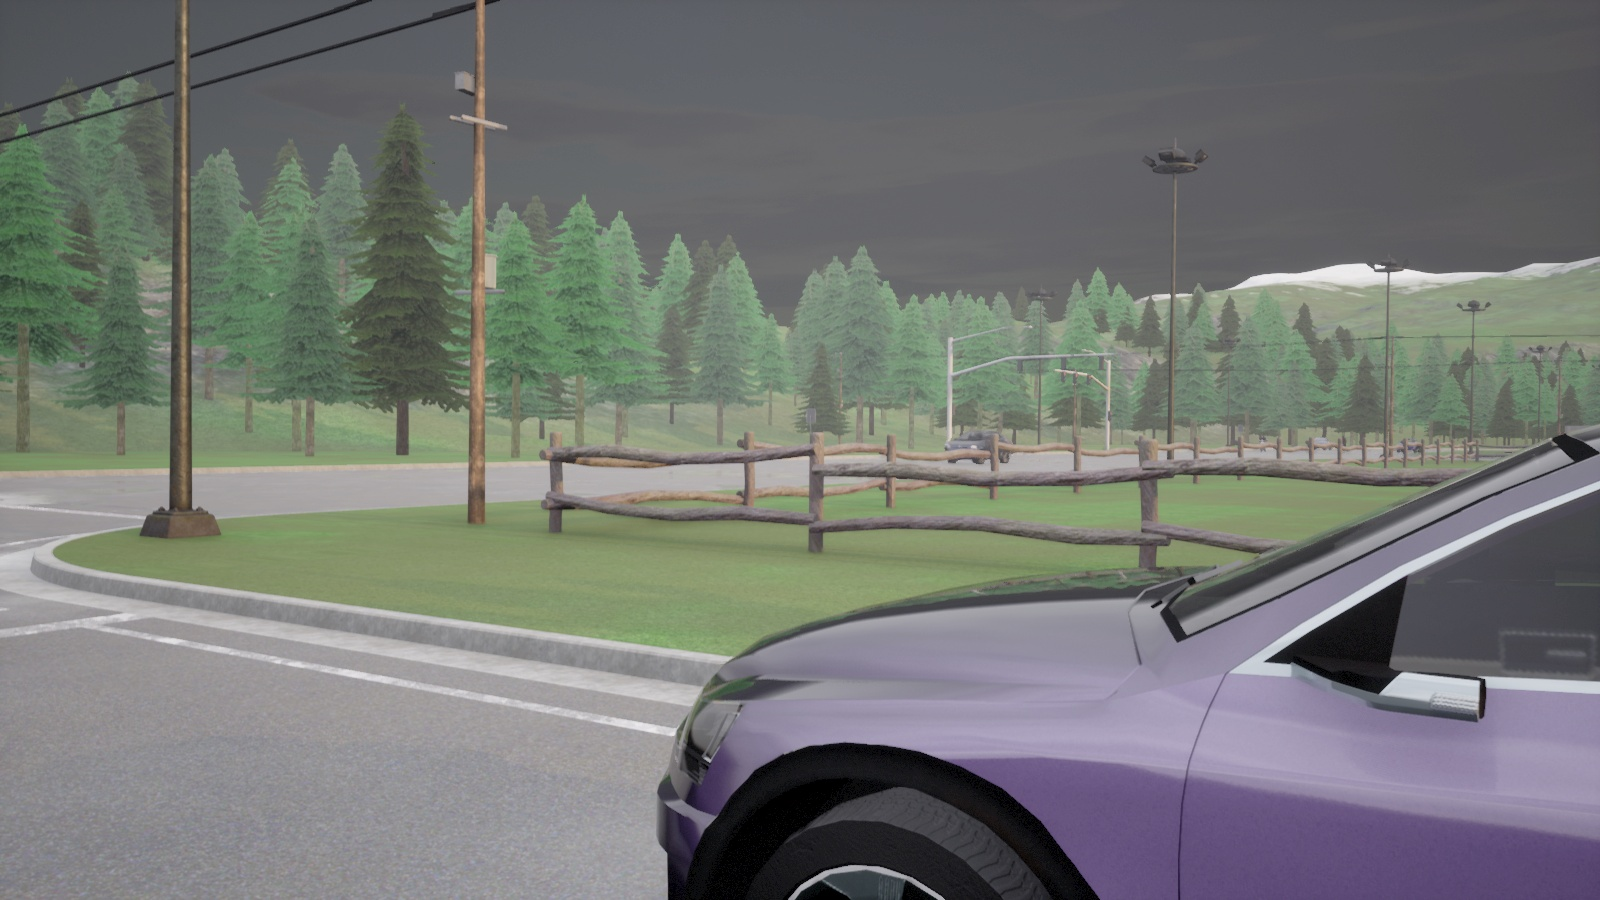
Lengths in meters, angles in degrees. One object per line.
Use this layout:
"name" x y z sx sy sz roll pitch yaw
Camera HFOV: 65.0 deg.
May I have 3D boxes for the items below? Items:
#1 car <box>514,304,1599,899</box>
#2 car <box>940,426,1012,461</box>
"car" 1.953 0.612 2.325 4.856 1.649 2.033 0 1 34
"car" 8.484 -0.322 60.457 1.851 1.617 3.988 0 1 34
